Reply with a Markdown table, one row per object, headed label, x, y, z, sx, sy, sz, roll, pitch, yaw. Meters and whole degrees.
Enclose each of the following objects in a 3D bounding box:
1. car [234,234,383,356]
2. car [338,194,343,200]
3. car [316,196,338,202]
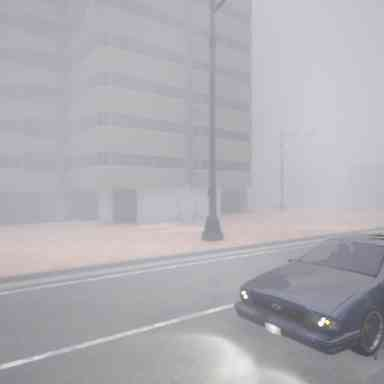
| label | x | y | z | sx | sy | sz | roll | pitch | yaw |
| --- | --- | --- | --- | --- | --- | --- | --- | --- | --- |
| car | 3.307 | 1.538 | 6.229 | 5.357 | 1.411 | 2.033 | 0 | 0 | -35 |
| car | 38.535 | 1.305 | 82.470 | 2.152 | 1.636 | 5.027 | 0 | 0 | -37 |
| car | 31.412 | 1.689 | 78.472 | 1.970 | 1.475 | 3.806 | 0 | -1 | -37 |
